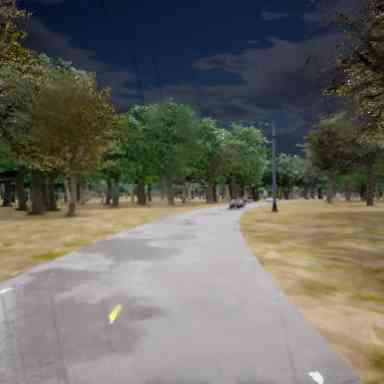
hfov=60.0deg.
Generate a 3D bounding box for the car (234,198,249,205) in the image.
[{"bbox_3d":[9.898,1.855,66.660,1.895,1.301,4.718,-1,0,23],"label":"car"}]

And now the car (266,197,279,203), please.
[{"bbox_3d":[19.124,1.875,78.859,1.895,1.301,4.718,-1,-1,30],"label":"car"}]

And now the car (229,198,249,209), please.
[{"bbox_3d":[6.699,1.769,48.531,1.895,1.301,4.718,-1,0,16],"label":"car"}]
